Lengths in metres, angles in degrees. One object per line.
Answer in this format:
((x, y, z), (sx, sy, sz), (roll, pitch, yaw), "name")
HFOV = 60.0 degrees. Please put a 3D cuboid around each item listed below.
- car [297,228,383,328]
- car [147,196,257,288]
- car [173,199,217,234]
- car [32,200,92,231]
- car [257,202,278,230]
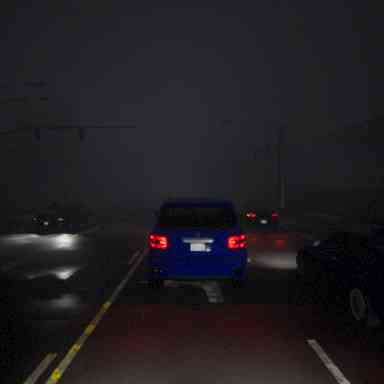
((3.604, 1.452, 6.689), (1.812, 1.442, 4.674), (0, 0, 0), "car")
((0.102, 1.116, 9.110), (2.150, 2.045, 5.566), (0, 1, 0), "car")
((0.114, 1.239, 18.591), (2.128, 1.511, 4.902), (0, 1, 0), "car")
((-7.041, 1.253, 18.543), (1.837, 1.490, 4.892), (0, 0, 1), "car")
((3.607, 1.272, 18.903), (1.812, 1.442, 4.674), (0, 1, 0), "car")
